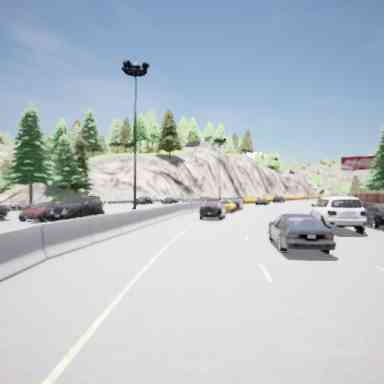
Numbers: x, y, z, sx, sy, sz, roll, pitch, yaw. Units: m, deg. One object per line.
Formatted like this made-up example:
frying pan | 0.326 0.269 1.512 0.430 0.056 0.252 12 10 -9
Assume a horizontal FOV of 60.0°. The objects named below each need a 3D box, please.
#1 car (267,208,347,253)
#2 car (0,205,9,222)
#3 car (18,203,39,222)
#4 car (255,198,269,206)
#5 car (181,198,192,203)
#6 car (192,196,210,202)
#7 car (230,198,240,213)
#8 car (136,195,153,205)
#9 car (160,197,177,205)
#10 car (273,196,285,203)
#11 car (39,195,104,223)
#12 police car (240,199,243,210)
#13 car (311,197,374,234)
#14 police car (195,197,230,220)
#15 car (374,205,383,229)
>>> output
car | 4.367 1.602 13.945 2.033 1.411 5.357 0 0 6
car | -15.646 1.512 24.269 2.128 1.511 4.902 0 0 8
car | -11.748 1.566 26.593 1.812 1.442 4.674 0 0 10
car | 12.909 1.783 61.168 1.994 1.385 4.181 0 0 24
car | -0.431 1.801 65.435 1.895 1.301 4.718 0 0 23
car | 2.309 1.547 62.888 2.097 1.767 4.553 0 0 23
car | 4.093 1.582 38.852 1.801 1.575 5.366 0 0 15
car | -9.228 1.504 62.337 2.097 1.767 4.553 0 0 21
car | -4.461 1.698 64.799 1.812 1.442 4.674 0 0 22
car | 19.407 1.728 74.253 1.837 1.490 4.892 0 0 29
car | -8.517 1.268 24.772 2.150 2.045 5.566 0 0 9
police car | 5.666 1.573 44.396 1.930 1.638 5.238 0 0 17
car | 8.670 1.308 20.248 2.150 2.045 5.566 0 0 8
police car | 1.888 1.517 29.287 1.930 1.638 5.238 0 0 11
car | 12.542 1.610 22.217 1.837 1.490 4.892 0 0 9
